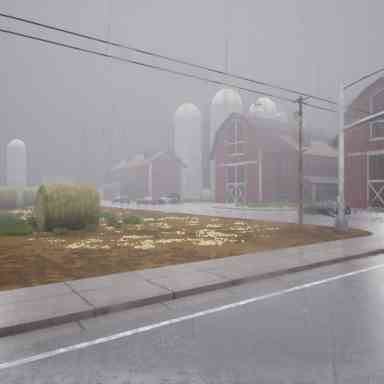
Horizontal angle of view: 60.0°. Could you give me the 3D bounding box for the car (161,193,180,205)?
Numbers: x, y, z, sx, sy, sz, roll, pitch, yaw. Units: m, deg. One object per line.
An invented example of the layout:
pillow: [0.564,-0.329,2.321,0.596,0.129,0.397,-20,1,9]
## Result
car: [-3.967,1.118,57.661,3.866,1.878,1.905,-2,5,11]

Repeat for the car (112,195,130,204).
car: [-13.738,1.325,64.023,2.097,1.767,4.553,0,0,-37]

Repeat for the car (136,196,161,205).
car: [-7.641,1.480,55.776,1.812,1.442,4.674,0,0,-36]

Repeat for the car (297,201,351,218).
car: [11.686,1.487,29.705,1.812,1.442,4.674,0,1,-37]
